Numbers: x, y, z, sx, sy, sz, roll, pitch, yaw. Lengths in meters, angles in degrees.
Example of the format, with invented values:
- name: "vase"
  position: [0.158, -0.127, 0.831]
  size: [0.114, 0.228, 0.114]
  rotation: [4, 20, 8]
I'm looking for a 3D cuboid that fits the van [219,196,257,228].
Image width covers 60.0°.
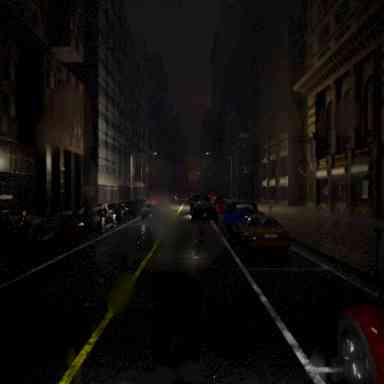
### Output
- name: "van"
  position: [2.757, 1.325, 19.386]
  size: [1.690, 1.788, 3.998]
  rotation: [0, 0, 0]

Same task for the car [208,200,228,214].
- name: "car"
  position: [2.756, 1.556, 36.191]
  size: [1.802, 1.307, 4.206]
  rotation: [0, 0, 0]

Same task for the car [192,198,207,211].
- name: "car"
  position: [0.896, 1.498, 41.325]
  size: [1.812, 1.442, 4.674]
  rotation: [0, 0, 0]

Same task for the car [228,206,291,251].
- name: "car"
  position: [2.758, 1.513, 13.955]
  size: [1.752, 1.417, 4.829]
  rotation: [0, 0, 0]

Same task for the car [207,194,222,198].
- name: "car"
  position: [2.756, 1.292, 30.589]
  size: [2.192, 1.841, 5.009]
  rotation: [0, 0, 0]

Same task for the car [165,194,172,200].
- name: "car"
  position: [-5.773, 1.406, 69.790]
  size: [1.967, 1.590, 4.097]
  rotation: [0, 0, 0]

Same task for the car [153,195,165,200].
- name: "car"
  position: [-5.771, 1.514, 52.984]
  size: [1.887, 1.381, 4.507]
  rotation: [0, 0, 0]

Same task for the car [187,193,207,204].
- name: "car"
  position: [0.850, 1.197, 35.353]
  size: [2.150, 2.045, 5.566]
  rotation: [0, 0, 0]

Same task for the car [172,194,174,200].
- name: "car"
  position: [-5.773, 1.509, 75.392]
  size: [1.887, 1.381, 4.507]
  rotation: [0, 0, 0]

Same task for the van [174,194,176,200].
- name: "van"
  position: [-5.775, 1.304, 86.597]
  size: [1.690, 1.788, 3.998]
  rotation: [0, 0, 0]

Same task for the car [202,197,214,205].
- name: "car"
  position: [2.754, 1.534, 58.598]
  size: [1.947, 1.339, 4.313]
  rotation: [0, 0, 0]

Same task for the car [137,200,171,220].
- name: "car"
  position: [-3.102, 1.578, 27.802]
  size: [1.895, 1.301, 4.718]
  rotation: [0, 0, 0]

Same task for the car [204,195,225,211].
- name: "car"
  position: [2.755, 1.288, 41.792]
  size: [2.192, 1.841, 5.009]
  rotation: [0, 0, 0]

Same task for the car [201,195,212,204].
- name: "car"
  position: [2.753, 1.408, 64.199]
  size: [1.967, 1.590, 4.097]
  rotation: [0, 0, 0]

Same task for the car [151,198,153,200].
- name: "car"
  position: [-5.769, 1.539, 36.177]
  size: [1.947, 1.339, 4.313]
  rotation: [0, 0, 0]

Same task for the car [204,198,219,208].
- name: "car"
  position: [2.755, 1.537, 47.394]
  size: [1.947, 1.339, 4.313]
  rotation: [0, 0, 0]

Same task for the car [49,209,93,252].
- name: "car"
  position: [-5.766, 1.569, 13.769]
  size: [1.802, 1.307, 4.206]
  rotation: [0, 0, 0]

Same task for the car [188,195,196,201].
- name: "car"
  position: [-0.008, 1.350, 78.576]
  size: [2.033, 1.411, 5.357]
  rotation: [0, 0, 0]

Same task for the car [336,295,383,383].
- name: "car"
  position: [2.760, 1.438, 2.580]
  size: [1.967, 1.590, 4.097]
  rotation: [0, 0, 0]

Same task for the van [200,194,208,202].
- name: "van"
  position: [2.751, 1.306, 75.402]
  size: [1.690, 1.788, 3.998]
  rotation: [0, 0, 0]

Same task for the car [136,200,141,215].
- name: "car"
  position: [-5.768, 1.542, 30.575]
  size: [1.947, 1.339, 4.313]
  rotation: [0, 0, 0]

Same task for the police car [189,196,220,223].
- name: "police car"
  position: [0.897, 1.405, 25.434]
  size: [1.930, 1.638, 5.238]
  rotation: [0, 0, 0]

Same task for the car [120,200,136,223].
- name: "car"
  position: [-5.768, 1.530, 24.974]
  size: [2.008, 1.369, 4.403]
  rotation: [0, 0, 0]

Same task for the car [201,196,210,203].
- name: "car"
  position: [2.753, 1.548, 69.801]
  size: [1.802, 1.307, 4.206]
  rotation: [0, 0, 0]

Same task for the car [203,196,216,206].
- name: "car"
  position: [2.754, 1.410, 52.996]
  size: [1.967, 1.590, 4.097]
  rotation: [0, 0, 0]

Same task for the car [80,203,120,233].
- name: "car"
  position: [-5.767, 1.423, 19.371]
  size: [1.967, 1.590, 4.097]
  rotation: [0, 0, 0]

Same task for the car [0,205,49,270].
- name: "car"
  position: [-5.766, 1.307, 8.167]
  size: [2.192, 1.841, 5.009]
  rotation: [0, 0, 0]

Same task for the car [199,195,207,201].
- name: "car"
  position: [2.751, 1.508, 86.606]
  size: [1.887, 1.381, 4.507]
  rotation: [0, 0, 0]
